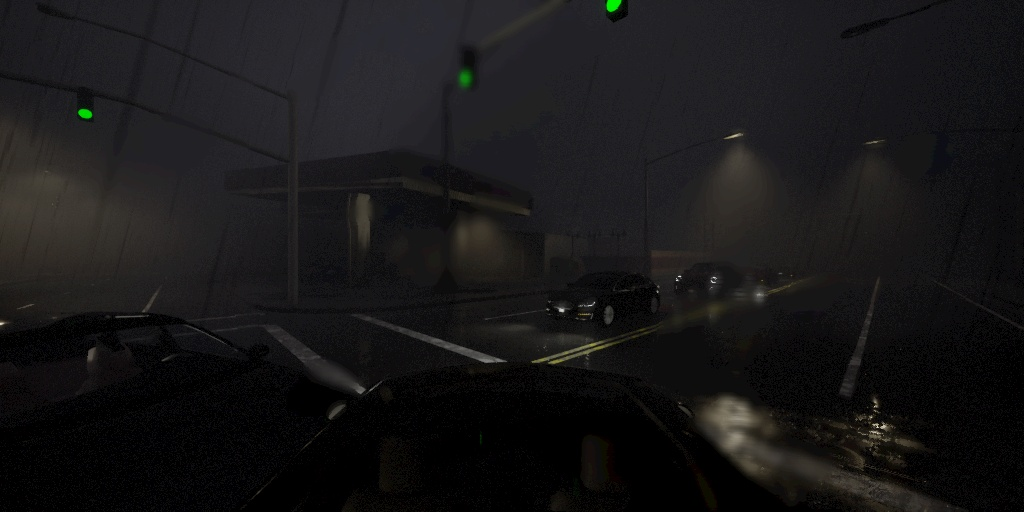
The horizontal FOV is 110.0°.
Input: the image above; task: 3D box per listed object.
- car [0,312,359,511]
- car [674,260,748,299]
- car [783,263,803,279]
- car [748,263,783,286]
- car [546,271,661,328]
[{"bbox_3d":[-3.368,1.242,2.739,4.902,1.511,2.128,0,0,16],"label":"car"},{"bbox_3d":[10.092,1.102,18.333,4.553,1.767,2.097,0,0,-44],"label":"car"},{"bbox_3d":[24.432,1.314,32.009,4.181,1.385,1.994,0,0,-43],"label":"car"},{"bbox_3d":[17.157,1.314,25.102,4.181,1.385,1.994,0,0,-45],"label":"car"},{"bbox_3d":[3.115,1.255,11.627,4.892,1.490,1.837,0,0,-44],"label":"car"}]
